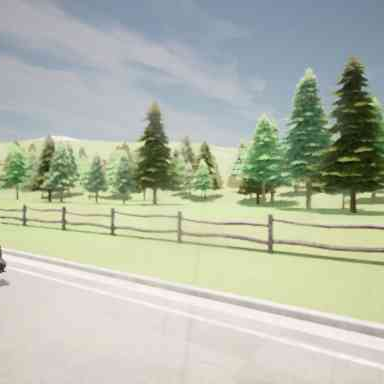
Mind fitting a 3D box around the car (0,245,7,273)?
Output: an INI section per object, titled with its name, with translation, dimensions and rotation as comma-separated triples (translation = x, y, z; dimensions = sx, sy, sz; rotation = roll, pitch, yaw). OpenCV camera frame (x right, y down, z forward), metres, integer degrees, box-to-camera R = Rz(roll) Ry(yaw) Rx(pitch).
[car]
translation = -7.028, 1.544, 8.911
dimensions = 5.357, 1.411, 2.033
rotation = 0, 0, 36
